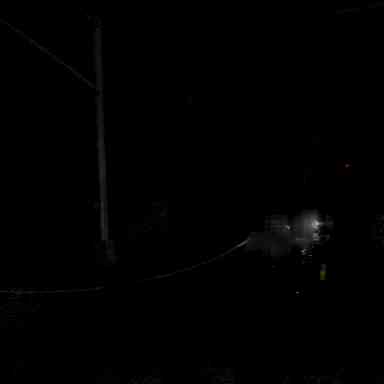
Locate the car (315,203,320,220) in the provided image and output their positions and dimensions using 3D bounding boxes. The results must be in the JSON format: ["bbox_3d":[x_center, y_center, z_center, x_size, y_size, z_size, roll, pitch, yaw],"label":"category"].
[{"bbox_3d":[9.731,1.508,28.083,2.033,1.411,5.357,-2,-1,24],"label":"car"}]

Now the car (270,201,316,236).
[{"bbox_3d":[5.630,1.502,18.595,1.837,1.490,4.892,-2,-1,23],"label":"car"}]
